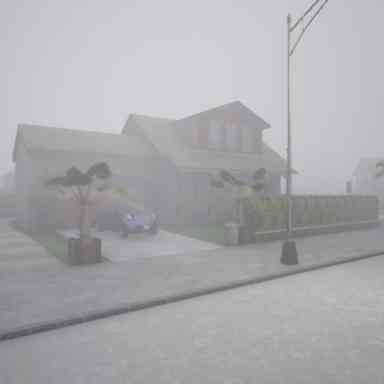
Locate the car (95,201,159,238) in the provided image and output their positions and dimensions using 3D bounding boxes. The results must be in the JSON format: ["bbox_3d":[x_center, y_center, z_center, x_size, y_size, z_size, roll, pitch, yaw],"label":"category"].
[{"bbox_3d":[-3.024,1.167,15.290,1.845,1.501,3.633,0,0,-38],"label":"car"}]
